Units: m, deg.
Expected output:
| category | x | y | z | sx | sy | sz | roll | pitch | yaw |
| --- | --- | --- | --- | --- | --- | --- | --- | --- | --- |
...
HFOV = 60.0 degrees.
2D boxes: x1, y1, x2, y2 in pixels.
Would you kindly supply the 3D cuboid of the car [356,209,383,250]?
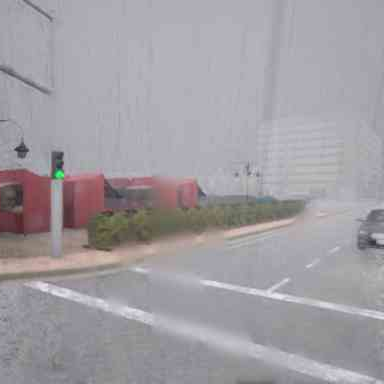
| category | x | y | z | sx | sy | sz | roll | pitch | yaw |
| --- | --- | --- | --- | --- | --- | --- | --- | --- | --- |
| car | 7.955 | 1.462 | 13.458 | 2.128 | 1.511 | 4.902 | 0 | 0 | 35 |
